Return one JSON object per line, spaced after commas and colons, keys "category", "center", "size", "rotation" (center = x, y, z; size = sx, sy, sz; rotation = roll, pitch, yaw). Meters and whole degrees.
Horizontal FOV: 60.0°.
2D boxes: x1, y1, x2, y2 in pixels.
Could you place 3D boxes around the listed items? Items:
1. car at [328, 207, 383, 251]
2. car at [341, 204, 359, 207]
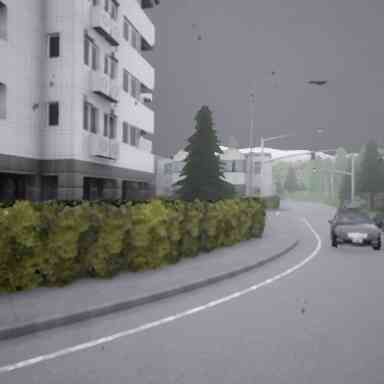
{"category": "car", "center": [7.401, 1.665, 15.319], "size": [2.128, 1.511, 4.902], "rotation": [0, -1, 22]}
{"category": "car", "center": [17.840, 2.023, 37.682], "size": [1.895, 1.301, 4.718], "rotation": [0, 0, 16]}
